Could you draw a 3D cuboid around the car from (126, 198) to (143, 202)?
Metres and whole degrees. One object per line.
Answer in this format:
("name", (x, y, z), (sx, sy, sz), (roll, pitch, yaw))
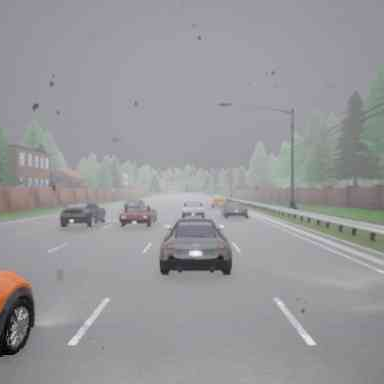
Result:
("car", (-6.906, 1.371, 40.211), (1.994, 1.385, 4.181), (0, 0, 0))

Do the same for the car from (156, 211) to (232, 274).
("car", (0.097, 1.514, 10.410), (1.994, 1.385, 4.181), (0, 0, 0))

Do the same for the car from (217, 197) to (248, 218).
("car", (3.547, 1.429, 28.352), (1.994, 1.385, 4.181), (0, 0, 0))

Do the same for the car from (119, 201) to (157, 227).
("car", (-3.405, 1.496, 21.879), (1.895, 1.301, 4.718), (0, 0, 0))

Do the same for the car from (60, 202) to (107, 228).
("car", (-6.904, 1.401, 21.493), (1.837, 1.490, 4.892), (0, 0, 0))

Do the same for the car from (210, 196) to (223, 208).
("car", (3.553, 1.264, 44.812), (1.882, 1.535, 5.008), (0, 0, 0))

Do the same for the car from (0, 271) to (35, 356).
("car", (-3.402, 1.336, 3.159), (2.097, 1.767, 4.553), (0, 0, 0))

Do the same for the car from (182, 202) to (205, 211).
("car", (0.094, 1.465, 28.485), (1.895, 1.301, 4.718), (0, 0, 0))
